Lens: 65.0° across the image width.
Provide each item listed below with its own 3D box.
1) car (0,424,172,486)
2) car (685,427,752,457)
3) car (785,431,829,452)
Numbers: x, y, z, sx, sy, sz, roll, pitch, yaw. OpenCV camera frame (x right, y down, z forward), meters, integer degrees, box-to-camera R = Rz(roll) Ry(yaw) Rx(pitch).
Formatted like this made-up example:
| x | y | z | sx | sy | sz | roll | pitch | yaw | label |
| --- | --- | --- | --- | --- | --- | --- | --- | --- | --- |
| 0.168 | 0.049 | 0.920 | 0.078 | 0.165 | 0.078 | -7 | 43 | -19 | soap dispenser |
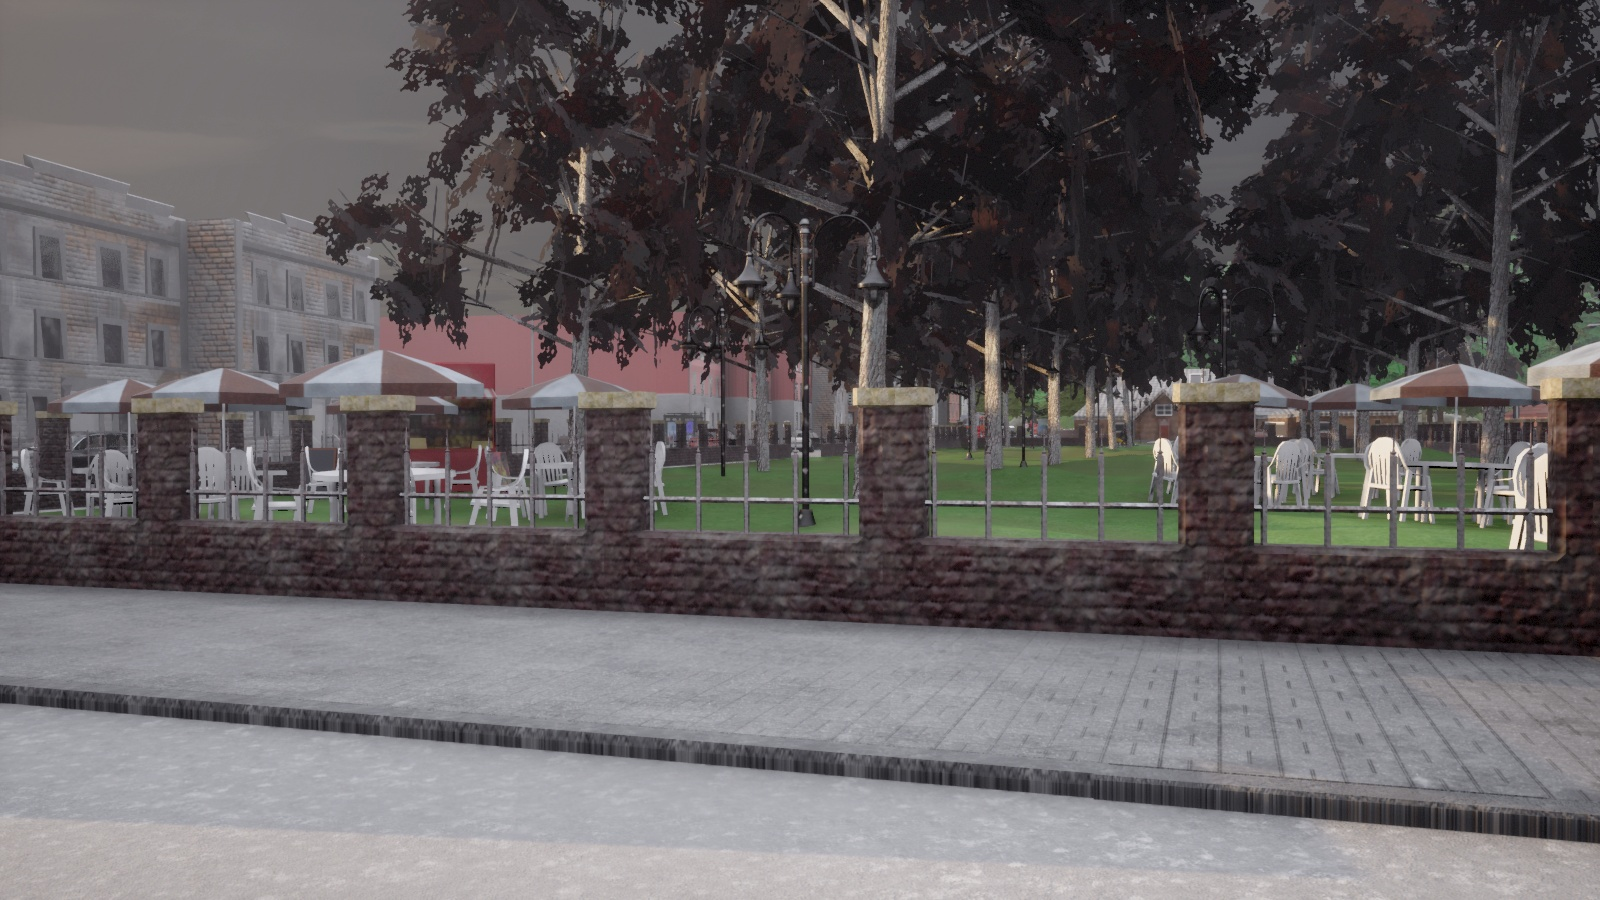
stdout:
| x | y | z | sx | sy | sz | roll | pitch | yaw | label |
| --- | --- | --- | --- | --- | --- | --- | --- | --- | --- |
| -20.779 | 0.101 | 36.109 | 2.033 | 1.649 | 4.856 | 1 | 1 | 18 | car |
| -4.634 | -0.498 | 71.971 | 2.242 | 1.667 | 4.611 | 1 | 1 | 19 | car |
| 0.499 | -0.605 | 87.355 | 1.970 | 1.475 | 3.806 | 1 | 1 | 19 | car |
